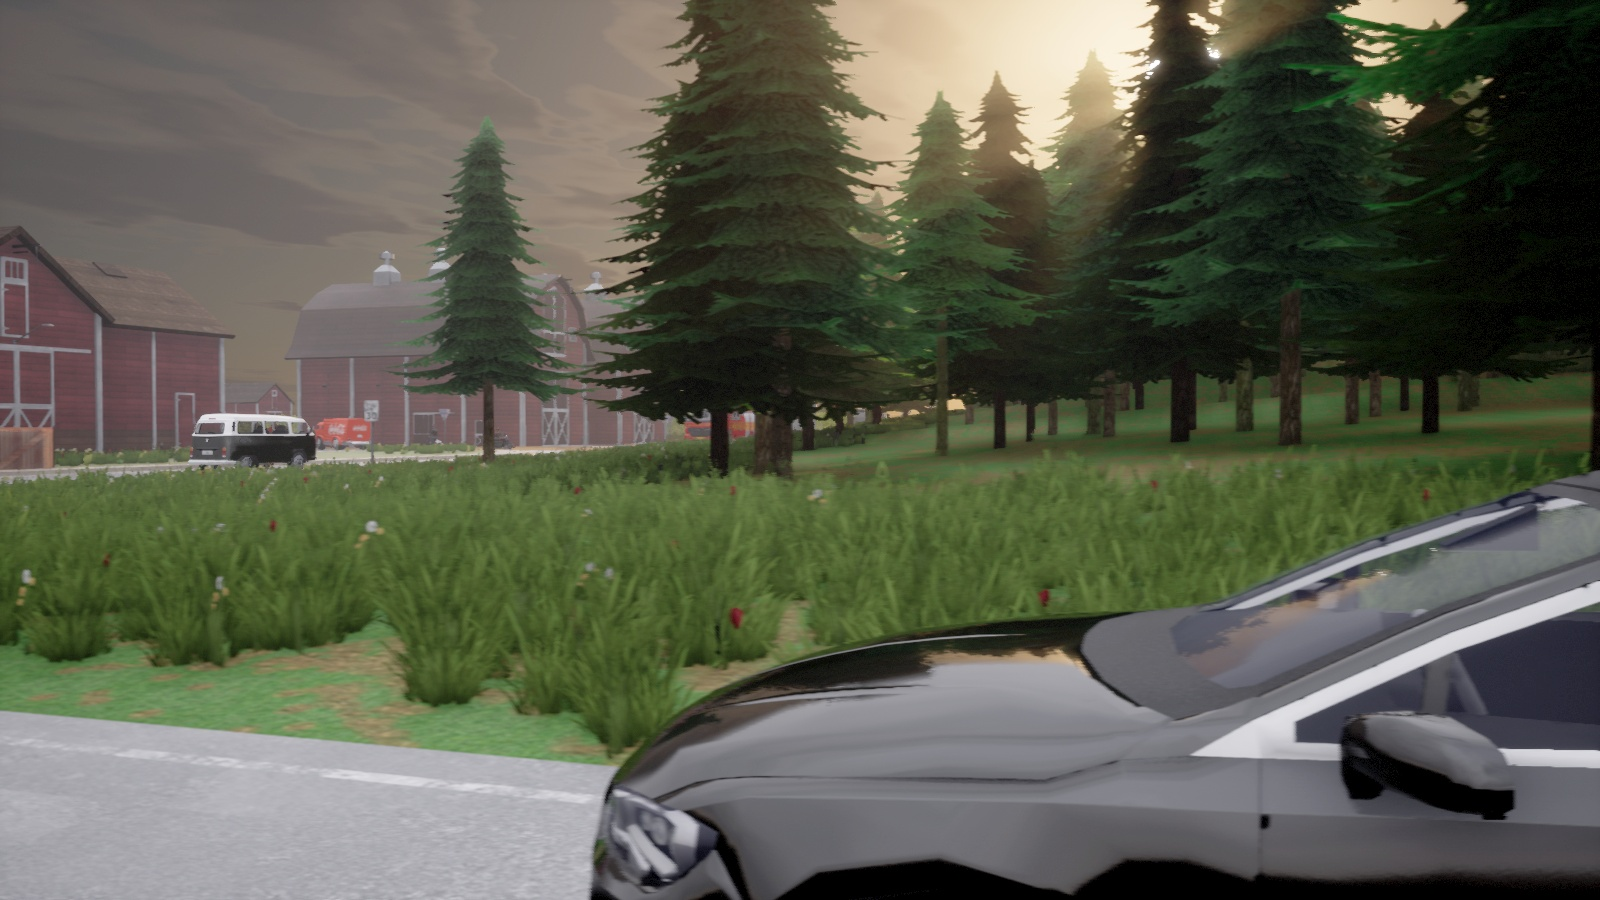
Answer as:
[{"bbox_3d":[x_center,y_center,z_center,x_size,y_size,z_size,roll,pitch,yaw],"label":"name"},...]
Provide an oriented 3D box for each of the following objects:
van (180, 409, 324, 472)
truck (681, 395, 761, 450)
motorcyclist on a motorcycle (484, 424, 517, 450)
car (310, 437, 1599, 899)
[{"bbox_3d":[-18.753,-0.353,43.241,2.069,2.038,4.480,1,1,19],"label":"van"},{"bbox_3d":[-5.739,-1.983,92.631,2.891,3.827,8.468,1,1,19],"label":"truck"},{"bbox_3d":[-19.550,-0.836,81.996,2.350,1.649,0.766,1,1,35],"label":"motorcyclist on a motorcycle"},{"bbox_3d":[1.735,0.747,2.609,4.902,1.511,2.128,1,1,19],"label":"car"}]
